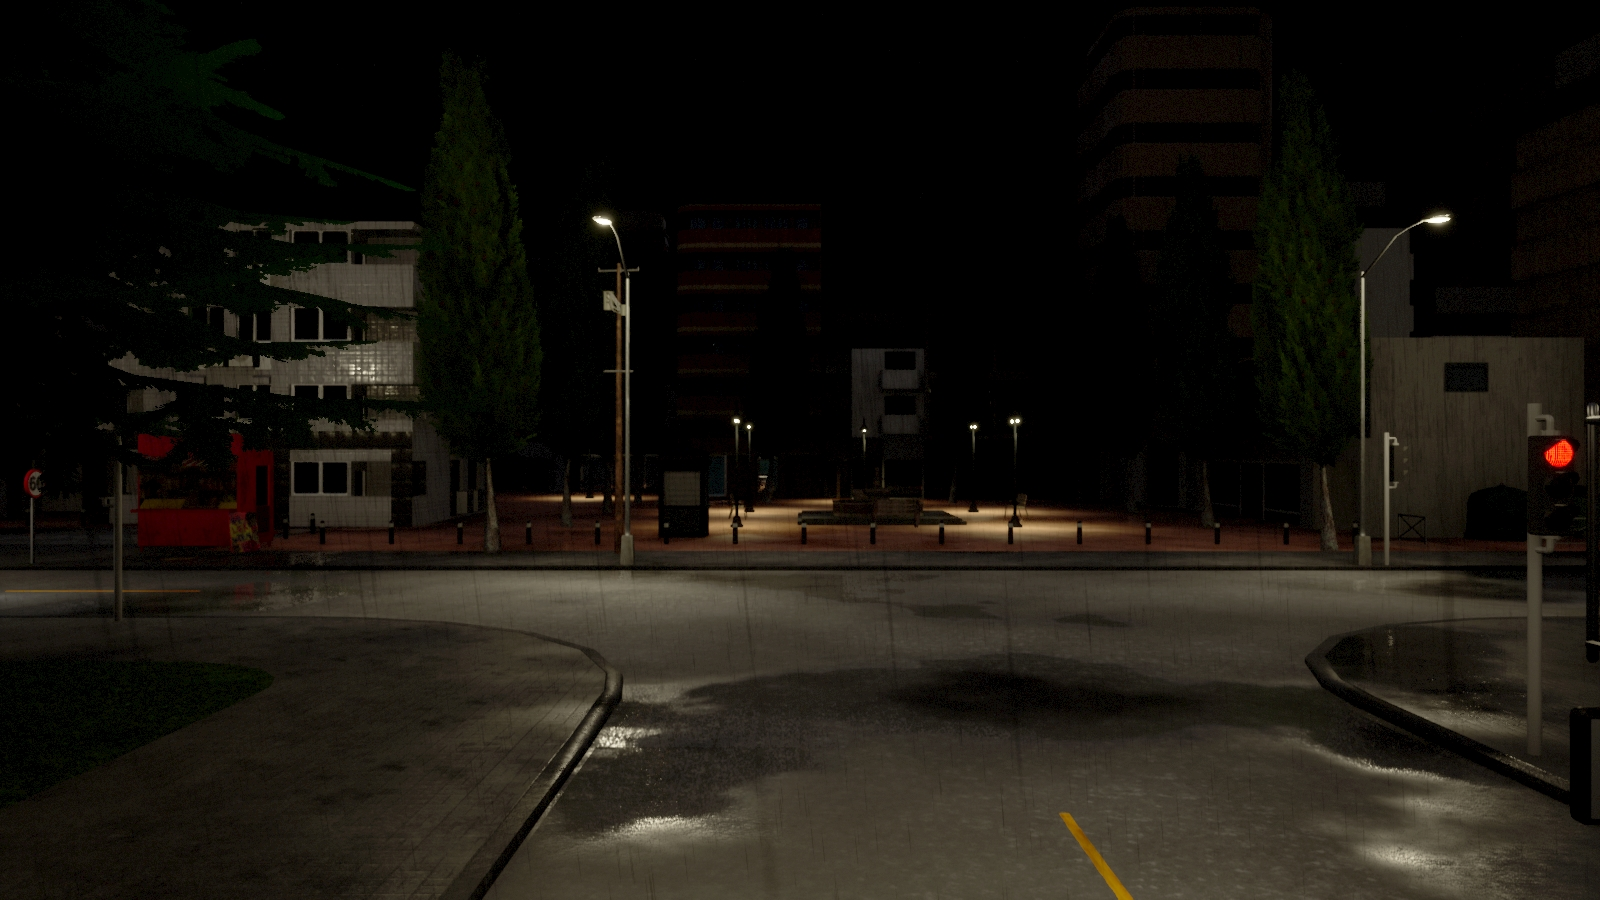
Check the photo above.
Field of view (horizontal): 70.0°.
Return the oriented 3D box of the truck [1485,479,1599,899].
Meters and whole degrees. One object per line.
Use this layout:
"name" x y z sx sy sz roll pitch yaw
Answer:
"truck" 4.017 1.349 1.921 2.627 2.467 5.204 0 0 0
